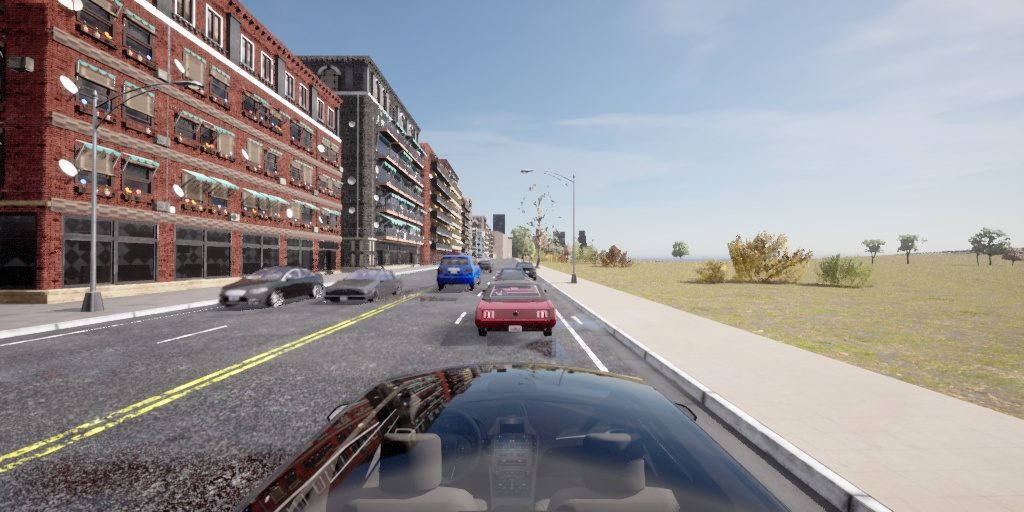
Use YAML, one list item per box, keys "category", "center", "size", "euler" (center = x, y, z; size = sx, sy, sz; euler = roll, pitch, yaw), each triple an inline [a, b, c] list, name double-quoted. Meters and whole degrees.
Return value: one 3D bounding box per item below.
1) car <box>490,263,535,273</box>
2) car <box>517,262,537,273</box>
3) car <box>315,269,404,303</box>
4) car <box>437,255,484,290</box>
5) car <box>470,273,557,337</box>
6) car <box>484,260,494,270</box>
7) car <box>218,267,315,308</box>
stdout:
- category: "car"
  center: [0.037, 1.317, 20.353]
  size: [1.994, 1.385, 4.181]
  euler: [0, 0, 0]
- category: "car"
  center: [1.054, 1.259, 30.347]
  size: [1.837, 1.490, 4.892]
  euler: [0, 0, 0]
- category: "car"
  center: [-6.644, 1.300, 16.801]
  size: [2.033, 1.411, 5.357]
  euler: [0, 0, 0]
- category: "car"
  center: [-3.209, 0.976, 22.428]
  size: [2.150, 2.045, 5.566]
  euler: [0, 0, 0]
- category: "car"
  center: [0.076, 1.352, 10.322]
  size: [1.895, 1.301, 4.718]
  euler: [0, 0, 0]
- category: "car"
  center: [-3.272, 1.256, 43.948]
  size: [1.837, 1.490, 4.892]
  euler: [0, -1, 0]
- category: "car"
  center: [-9.890, 1.244, 15.202]
  size: [2.128, 1.511, 4.902]
  euler: [0, 0, 0]
